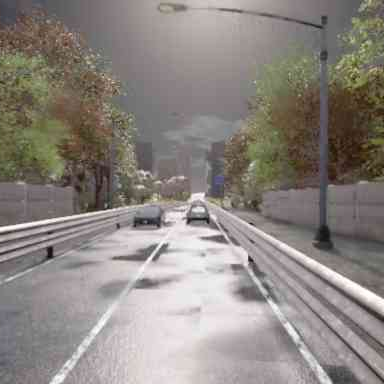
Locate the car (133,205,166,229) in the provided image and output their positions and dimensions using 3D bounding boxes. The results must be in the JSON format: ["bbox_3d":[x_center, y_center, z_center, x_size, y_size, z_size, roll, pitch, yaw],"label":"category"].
[{"bbox_3d":[-2.983,1.708,24.141,1.882,1.535,5.008,1,-1,1],"label":"car"}]

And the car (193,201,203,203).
[{"bbox_3d":[0.844,1.963,46.006,2.097,1.767,4.553,1,-1,1],"label":"car"}]

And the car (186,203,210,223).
[{"bbox_3d":[0.547,1.892,28.880,1.994,1.385,4.181,1,-1,1],"label":"car"}]
